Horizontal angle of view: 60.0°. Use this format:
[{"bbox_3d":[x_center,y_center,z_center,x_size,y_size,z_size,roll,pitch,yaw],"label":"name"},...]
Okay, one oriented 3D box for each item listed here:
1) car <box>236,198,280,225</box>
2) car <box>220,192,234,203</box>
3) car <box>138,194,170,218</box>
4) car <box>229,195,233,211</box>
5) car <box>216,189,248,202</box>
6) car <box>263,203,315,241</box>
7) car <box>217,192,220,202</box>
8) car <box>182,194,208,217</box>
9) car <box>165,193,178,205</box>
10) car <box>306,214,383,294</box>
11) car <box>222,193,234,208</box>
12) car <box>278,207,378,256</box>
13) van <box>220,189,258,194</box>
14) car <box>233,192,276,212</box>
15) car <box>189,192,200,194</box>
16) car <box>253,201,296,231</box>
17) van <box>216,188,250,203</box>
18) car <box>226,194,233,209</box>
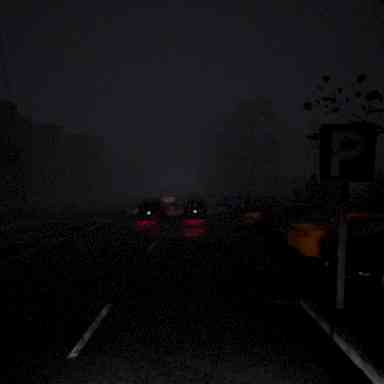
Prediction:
[{"bbox_3d":[5.447,1.287,18.779,5.366,1.575,1.946,0,1,0],"label":"car"},{"bbox_3d":[5.750,1.035,35.305,4.792,1.488,2.163,0,1,0],"label":"car"},{"bbox_3d":[-3.061,1.197,26.295,1.837,1.490,4.892,0,1,1],"label":"car"},{"bbox_3d":[5.674,1.204,27.043,4.674,1.452,2.002,0,1,0],"label":"car"},{"bbox_3d":[5.824,0.538,49.073,4.553,1.767,2.185,0,2,0],"label":"car"},{"bbox_3d":[5.609,1.357,13.268,4.892,1.521,2.231,0,1,0],"label":"car"},{"bbox_3d":[5.719,0.755,40.938,4.553,1.767,2.185,0,1,0],"label":"car"},{"bbox_3d":[0.240,1.178,27.356,1.837,1.490,4.892,0,1,0],"label":"car"},{"bbox_3d":[-2.938,0.876,42.721,1.812,1.442,4.674,0,2,0],"label":"car"},{"bbox_3d":[5.566,1.414,7.760,4.892,1.521,2.231,0,1,0],"label":"car"},{"bbox_3d":[5.676,1.093,32.554,4.792,1.488,2.163,0,1,0],"label":"car"},{"bbox_3d":[5.582,1.386,10.515,5.008,1.535,2.097,0,1,0],"label":"car"},{"bbox_3d":[5.852,0.721,38.051,4.442,1.987,1.878,0,1,0],"label":"van"},{"bbox_3d":[5.631,1.086,24.279,4.553,1.767,2.185,0,1,0],"label":"car"},{"bbox_3d":[0.328,0.795,44.128,1.882,1.535,5.008,0,2,0],"label":"car"},{"bbox_3d":[5.646,1.356,16.018,4.792,1.488,2.163,0,1,0],"label":"car"},{"bbox_3d":[5.663,0.517,46.319,4.442,1.987,1.878,0,2,0],"label":"van"},{"bbox_3d":[5.693,1.155,29.796,4.674,1.452,2.002,0,1,0],"label":"car"}]
